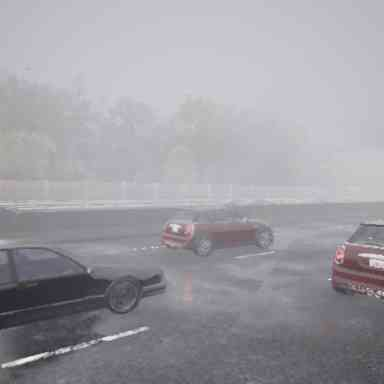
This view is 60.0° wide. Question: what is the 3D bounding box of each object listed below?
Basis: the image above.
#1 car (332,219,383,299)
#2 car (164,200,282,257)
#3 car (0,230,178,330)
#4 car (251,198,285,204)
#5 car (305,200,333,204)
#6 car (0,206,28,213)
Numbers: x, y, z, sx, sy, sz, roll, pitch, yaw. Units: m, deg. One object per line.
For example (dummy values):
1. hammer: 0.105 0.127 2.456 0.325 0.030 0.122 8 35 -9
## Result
1. car: 5.202 1.365 7.457 4.553 1.767 2.097 0 0 -36
2. car: 1.135 1.364 13.156 4.553 1.767 2.097 0 0 -36
3. car: -3.099 1.548 5.833 5.357 1.411 2.033 0 0 -36
4. car: 8.661 1.658 35.944 4.718 1.301 1.895 0 0 -35
5. car: 13.225 1.557 34.888 4.902 1.511 2.128 0 0 -35
6. car: -10.951 1.505 17.675 4.892 1.490 1.837 0 0 -35
